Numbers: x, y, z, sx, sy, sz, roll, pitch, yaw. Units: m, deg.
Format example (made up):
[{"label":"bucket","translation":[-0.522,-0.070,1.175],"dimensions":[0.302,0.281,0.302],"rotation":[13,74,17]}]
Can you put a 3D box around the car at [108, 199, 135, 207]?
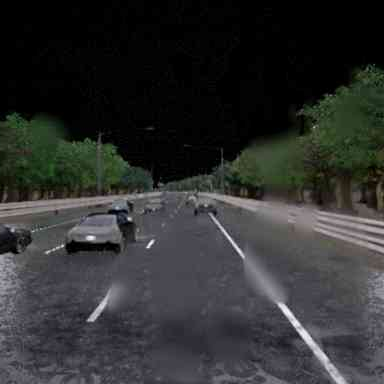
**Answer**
[{"label":"car","translation":[-6.885,1.414,32.715],"dimensions":[1.994,1.385,4.181],"rotation":[0,0,0]}]

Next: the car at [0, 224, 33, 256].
[{"label":"car","translation":[-6.897,1.501,10.046],"dimensions":[2.033,1.411,5.357],"rotation":[0,0,0]}]

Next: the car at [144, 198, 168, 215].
[{"label":"car","translation":[-3.386,1.345,31.943],"dimensions":[2.128,1.511,4.902],"rotation":[0,0,0]}]

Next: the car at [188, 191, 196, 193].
[{"label":"car","translation":[0.032,0.750,70.964],"dimensions":[2.150,2.045,5.566],"rotation":[0,0,0]}]

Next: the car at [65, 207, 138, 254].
[{"label":"car","translation":[-3.394,1.504,13.166],"dimensions":[1.994,1.385,4.181],"rotation":[0,0,0]}]

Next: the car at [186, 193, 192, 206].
[{"label":"car","translation":[0.023,1.295,50.409],"dimensions":[1.812,1.442,4.674],"rotation":[0,0,0]}]

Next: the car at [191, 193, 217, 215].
[{"label":"car","translation":[1.239,1.205,31.863],"dimensions":[2.097,1.767,4.553],"rotation":[0,0,0]}]
